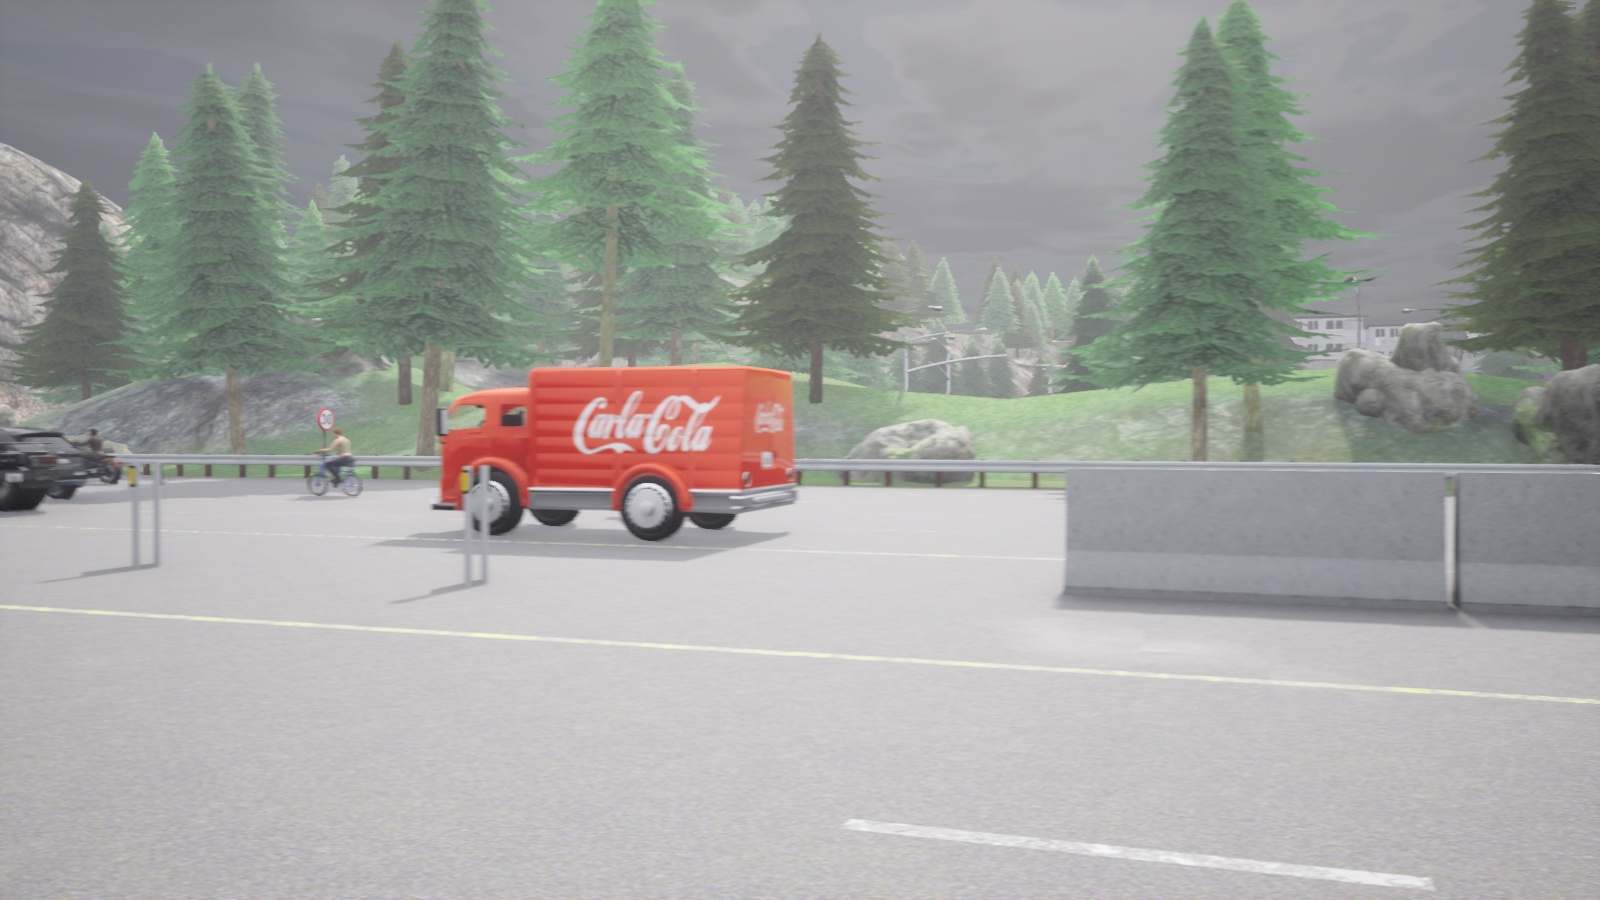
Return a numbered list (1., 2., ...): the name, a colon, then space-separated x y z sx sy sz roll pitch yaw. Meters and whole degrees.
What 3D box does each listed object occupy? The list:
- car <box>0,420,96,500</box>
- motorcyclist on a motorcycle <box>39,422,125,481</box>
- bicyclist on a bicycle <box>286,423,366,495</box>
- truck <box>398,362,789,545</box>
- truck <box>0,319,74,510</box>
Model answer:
1. car: -18.318 0.162 27.818 4.856 1.649 2.033 1 1 19
2. motorcyclist on a motorcycle: -20.546 0.030 35.953 2.350 1.649 0.766 1 1 19
3. bicyclist on a bicycle: -10.947 0.197 29.025 1.509 1.612 0.866 1 1 19
4. truck: -3.064 -0.004 18.987 5.204 2.467 2.627 1 1 19
5. truck: -18.201 -0.686 24.072 7.936 3.462 2.891 1 1 19
